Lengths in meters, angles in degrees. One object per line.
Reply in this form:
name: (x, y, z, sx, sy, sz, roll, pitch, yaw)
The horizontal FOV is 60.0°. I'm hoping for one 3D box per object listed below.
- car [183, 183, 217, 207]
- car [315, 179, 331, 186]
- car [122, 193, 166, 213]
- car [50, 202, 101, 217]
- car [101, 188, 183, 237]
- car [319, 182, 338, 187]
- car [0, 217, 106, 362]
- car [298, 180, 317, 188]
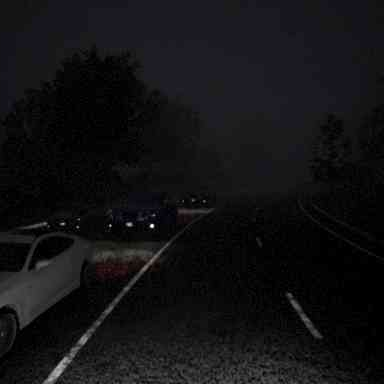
car: (0.797, 0.229, 30.467, 2.150, 2.045, 5.566, 0, 2, 15)
car: (30.524, -2.211, 77.398, 1.882, 1.535, 5.008, -1, 2, 43)
car: (-3.711, 0.815, 26.873, 1.895, 1.301, 4.718, 0, 2, 13)
car: (-5.578, 1.198, 17.073, 1.994, 1.385, 4.181, 0, 2, 9)
car: (-2.151, 0.859, 16.359, 2.150, 2.045, 5.566, 0, 2, 9)
car: (28.133, -2.076, 69.219, 2.150, 2.045, 5.566, -1, 2, 41)
car: (-3.235, 1.452, 5.934, 1.812, 1.442, 4.674, 0, 1, 4)
car: (23.931, -1.802, 69.491, 2.097, 1.767, 4.553, -1, 2, 38)
